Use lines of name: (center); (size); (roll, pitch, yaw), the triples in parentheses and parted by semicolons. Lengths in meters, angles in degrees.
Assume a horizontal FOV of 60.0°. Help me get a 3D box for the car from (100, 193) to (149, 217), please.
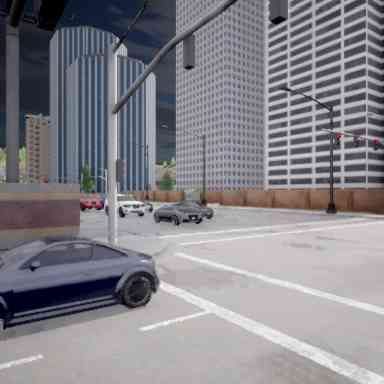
car: (-6.438, 1.221, 31.349); (2.150, 2.045, 5.566); (0, 0, -35)

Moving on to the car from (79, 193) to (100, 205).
car: (-19.124, 1.222, 61.853); (2.150, 2.045, 5.566); (0, 0, -35)

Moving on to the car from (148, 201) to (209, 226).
car: (-1.055, 1.564, 23.713); (1.994, 1.385, 4.181); (0, 0, -35)

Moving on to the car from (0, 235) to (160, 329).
car: (-2.719, 1.564, 6.351); (4.181, 1.385, 1.994); (0, 0, -35)

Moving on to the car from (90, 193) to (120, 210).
car: (-12.000, 1.221, 45.352); (2.150, 2.045, 5.566); (0, 0, -35)

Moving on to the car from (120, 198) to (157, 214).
car: (-6.054, 1.491, 36.889); (2.128, 1.511, 4.902); (0, 0, -35)

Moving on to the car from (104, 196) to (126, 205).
car: (-14.216, 1.547, 60.965); (2.033, 1.411, 5.357); (0, 0, -35)

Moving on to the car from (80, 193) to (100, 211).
car: (-12.819, 1.221, 40.426); (2.150, 2.045, 5.566); (0, 0, -35)

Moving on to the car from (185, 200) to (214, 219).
car: (-0.091, 1.505, 28.420); (1.837, 1.490, 4.892); (0, 0, -35)
